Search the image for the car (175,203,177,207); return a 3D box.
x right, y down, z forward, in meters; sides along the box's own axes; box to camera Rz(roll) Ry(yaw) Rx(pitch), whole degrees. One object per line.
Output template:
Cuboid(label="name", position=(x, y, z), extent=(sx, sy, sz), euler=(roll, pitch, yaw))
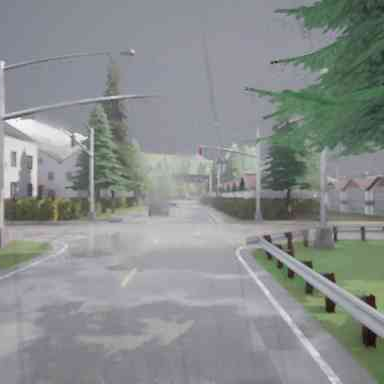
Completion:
Cuboid(label="car", position=(-3.501, 2.226, 60.875), extent=(1.895, 1.301, 4.718), euler=(0, -1, 0))

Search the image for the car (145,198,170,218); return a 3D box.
Cuboid(label="car", position=(-3.500, 1.783, 35.935), extent=(2.097, 1.767, 4.553), euler=(0, -1, 0))

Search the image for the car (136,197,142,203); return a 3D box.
Cuboid(label="car", position=(-16.776, 2.300, 92.947), extent=(3.866, 1.878, 1.905), euler=(0, -1, -1))
